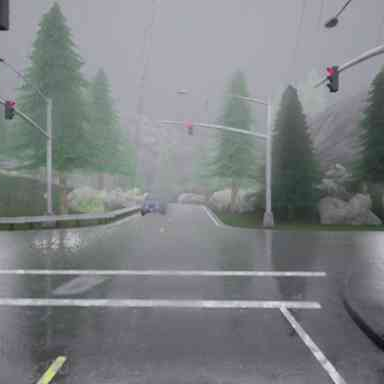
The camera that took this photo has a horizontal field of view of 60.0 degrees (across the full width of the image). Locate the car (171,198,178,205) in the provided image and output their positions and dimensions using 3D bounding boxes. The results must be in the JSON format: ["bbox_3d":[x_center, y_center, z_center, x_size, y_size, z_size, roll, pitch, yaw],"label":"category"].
[{"bbox_3d":[-4.791,1.427,57.936,2.033,1.411,5.357,0,0,-42],"label":"car"}]

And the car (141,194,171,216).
[{"bbox_3d":[-3.526,1.209,31.949,2.150,2.045,5.566,0,0,0],"label":"car"}]
